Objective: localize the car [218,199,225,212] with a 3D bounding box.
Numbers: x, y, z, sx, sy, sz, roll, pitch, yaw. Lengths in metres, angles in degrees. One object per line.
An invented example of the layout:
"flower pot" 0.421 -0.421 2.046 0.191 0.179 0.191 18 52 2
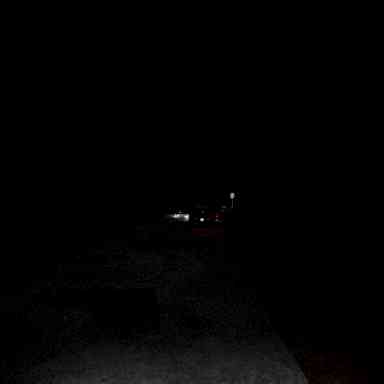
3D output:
"car" 2.687 1.817 42.453 2.128 1.511 4.902 0 -1 8

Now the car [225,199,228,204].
"car" 7.207 2.311 77.907 1.882 1.535 5.008 1 0 16

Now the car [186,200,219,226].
"car" 0.821 1.594 24.290 1.837 1.490 4.892 0 0 4

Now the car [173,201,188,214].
"car" -0.893 1.779 37.911 2.033 1.411 5.357 0 -1 7
